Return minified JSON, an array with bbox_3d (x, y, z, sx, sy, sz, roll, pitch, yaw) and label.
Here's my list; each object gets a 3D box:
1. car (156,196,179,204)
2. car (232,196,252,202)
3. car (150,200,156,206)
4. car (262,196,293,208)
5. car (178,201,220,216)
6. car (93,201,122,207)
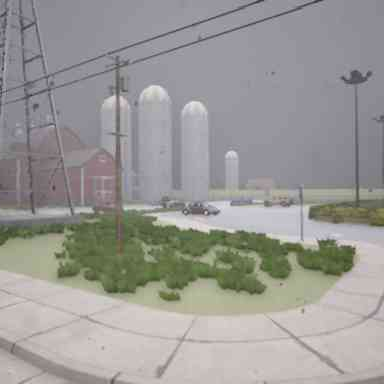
[{"bbox_3d":[-3.106,1.617,52.021,3.866,1.878,1.905,-1,0,35],"label":"car"},{"bbox_3d":[10.699,1.786,71.904,4.611,1.667,2.242,-1,0,35],"label":"car"},{"bbox_3d":[-5.768,1.869,61.542,2.128,1.511,4.902,-1,0,35],"label":"car"},{"bbox_3d":[13.592,1.491,52.834,4.605,1.855,1.932,-1,0,35],"label":"car"},{"bbox_3d":[0.922,1.698,34.264,3.905,1.438,1.784,-1,0,35],"label":"car"},{"bbox_3d":[-10.326,1.803,40.621,4.193,1.474,1.816,-1,0,35],"label":"car"}]
